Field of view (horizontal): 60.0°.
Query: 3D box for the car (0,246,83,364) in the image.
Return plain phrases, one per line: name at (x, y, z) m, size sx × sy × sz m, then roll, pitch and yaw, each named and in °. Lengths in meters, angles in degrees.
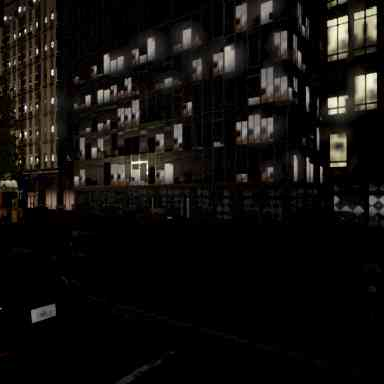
car at (-3.566, 1.566, 5.414) m, size 4.313 × 1.339 × 1.947 m, roll 0°, pitch 0°, yaw 35°
